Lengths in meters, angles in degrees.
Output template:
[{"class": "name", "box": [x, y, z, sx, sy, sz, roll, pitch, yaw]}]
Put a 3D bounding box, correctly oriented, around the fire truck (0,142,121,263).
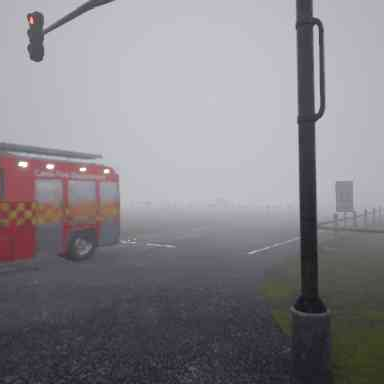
[{"class": "fire truck", "box": [-6.232, 0.461, 10.112, 2.891, 3.827, 8.468, -1, -2, 36]}]
